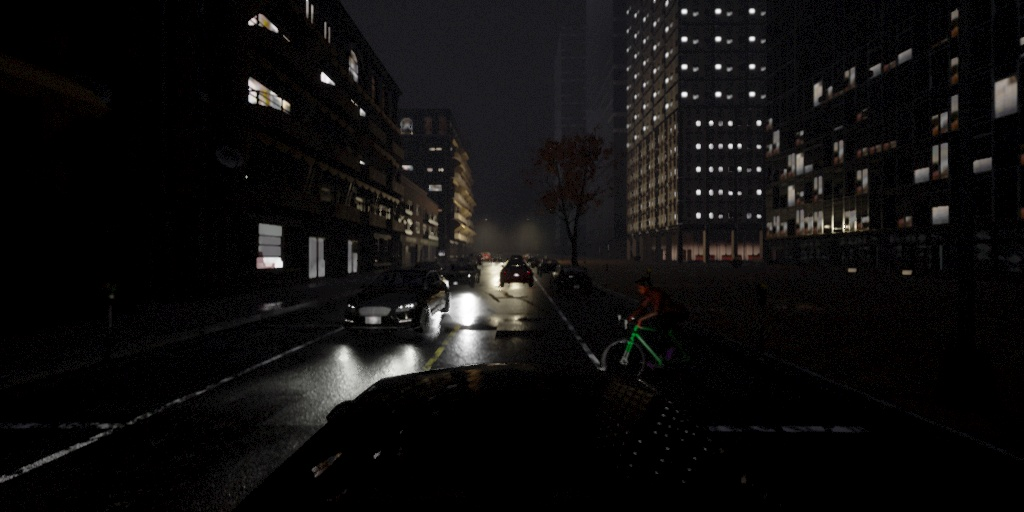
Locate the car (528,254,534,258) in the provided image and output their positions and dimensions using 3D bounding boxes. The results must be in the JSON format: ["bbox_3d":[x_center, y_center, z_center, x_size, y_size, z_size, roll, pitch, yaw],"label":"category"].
[{"bbox_3d":[3.028,0.745,40.220,1.751,1.417,4.829,0,0,1],"label":"car"}]

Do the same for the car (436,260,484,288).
[{"bbox_3d":[-2.930,1.084,20.941,1.895,1.301,4.718,0,1,1],"label":"car"}]

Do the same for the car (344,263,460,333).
[{"bbox_3d":[-3.033,1.122,10.362,2.128,1.511,4.902,0,1,1],"label":"car"}]

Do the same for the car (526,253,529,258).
[{"bbox_3d":[3.179,0.544,56.757,2.007,1.370,4.403,0,0,1],"label":"car"}]

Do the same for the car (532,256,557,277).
[{"bbox_3d":[2.925,0.923,28.911,2.007,1.370,4.403,0,0,1],"label":"car"}]

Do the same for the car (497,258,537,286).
[{"bbox_3d":[0.274,1.028,22.240,1.994,1.385,4.181,0,1,1],"label":"car"}]

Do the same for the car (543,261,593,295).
[{"bbox_3d":[2.824,1.077,17.773,2.007,1.370,4.403,0,0,1],"label":"car"}]

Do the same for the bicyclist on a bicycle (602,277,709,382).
[{"bbox_3d":[2.195,1.139,5.499,1.656,1.620,0.582,-1,1,1],"label":"bicyclist on a bicycle"}]

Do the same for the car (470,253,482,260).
[{"bbox_3d":[-5.304,0.669,45.525,1.751,1.417,4.829,0,0,1],"label":"car"}]

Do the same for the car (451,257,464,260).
[{"bbox_3d":[-5.455,0.922,28.989,2.007,1.370,4.403,0,0,1],"label":"car"}]

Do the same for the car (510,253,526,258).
[{"bbox_3d":[0.472,0.663,44.448,1.837,1.490,4.892,0,0,1],"label":"car"}]

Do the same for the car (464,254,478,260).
[{"bbox_3d":[-5.354,0.785,40.127,1.948,1.339,4.313,0,0,1],"label":"car"}]

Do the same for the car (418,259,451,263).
[{"bbox_3d":[-5.506,1.014,23.420,1.948,1.339,4.313,0,0,1],"label":"car"}]

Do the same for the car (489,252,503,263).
[{"bbox_3d":[-2.519,0.424,62.217,1.837,1.490,4.892,0,1,1],"label":"car"}]

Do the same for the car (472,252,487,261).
[{"bbox_3d":[-5.252,0.382,51.265,2.192,1.841,5.009,0,0,1],"label":"car"}]
